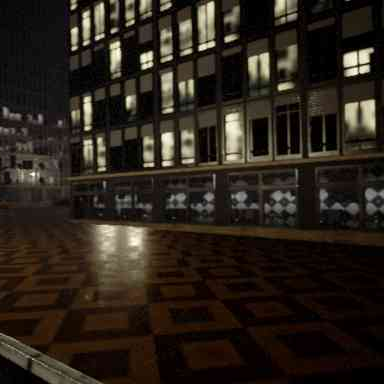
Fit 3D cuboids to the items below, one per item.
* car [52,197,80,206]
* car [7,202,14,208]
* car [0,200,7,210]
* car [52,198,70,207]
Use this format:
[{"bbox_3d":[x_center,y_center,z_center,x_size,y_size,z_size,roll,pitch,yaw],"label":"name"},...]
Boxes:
[{"bbox_3d":[-20.911,1.600,55.335,1.802,1.307,4.206,-1,0,35],"label":"car"},{"bbox_3d":[-27.348,1.650,46.060,1.752,1.417,4.829,-1,0,35],"label":"car"},{"bbox_3d":[-23.537,1.538,36.855,2.008,1.369,4.403,-1,0,35],"label":"car"},{"bbox_3d":[-17.198,1.464,45.990,1.802,1.307,4.206,-1,0,35],"label":"car"}]
